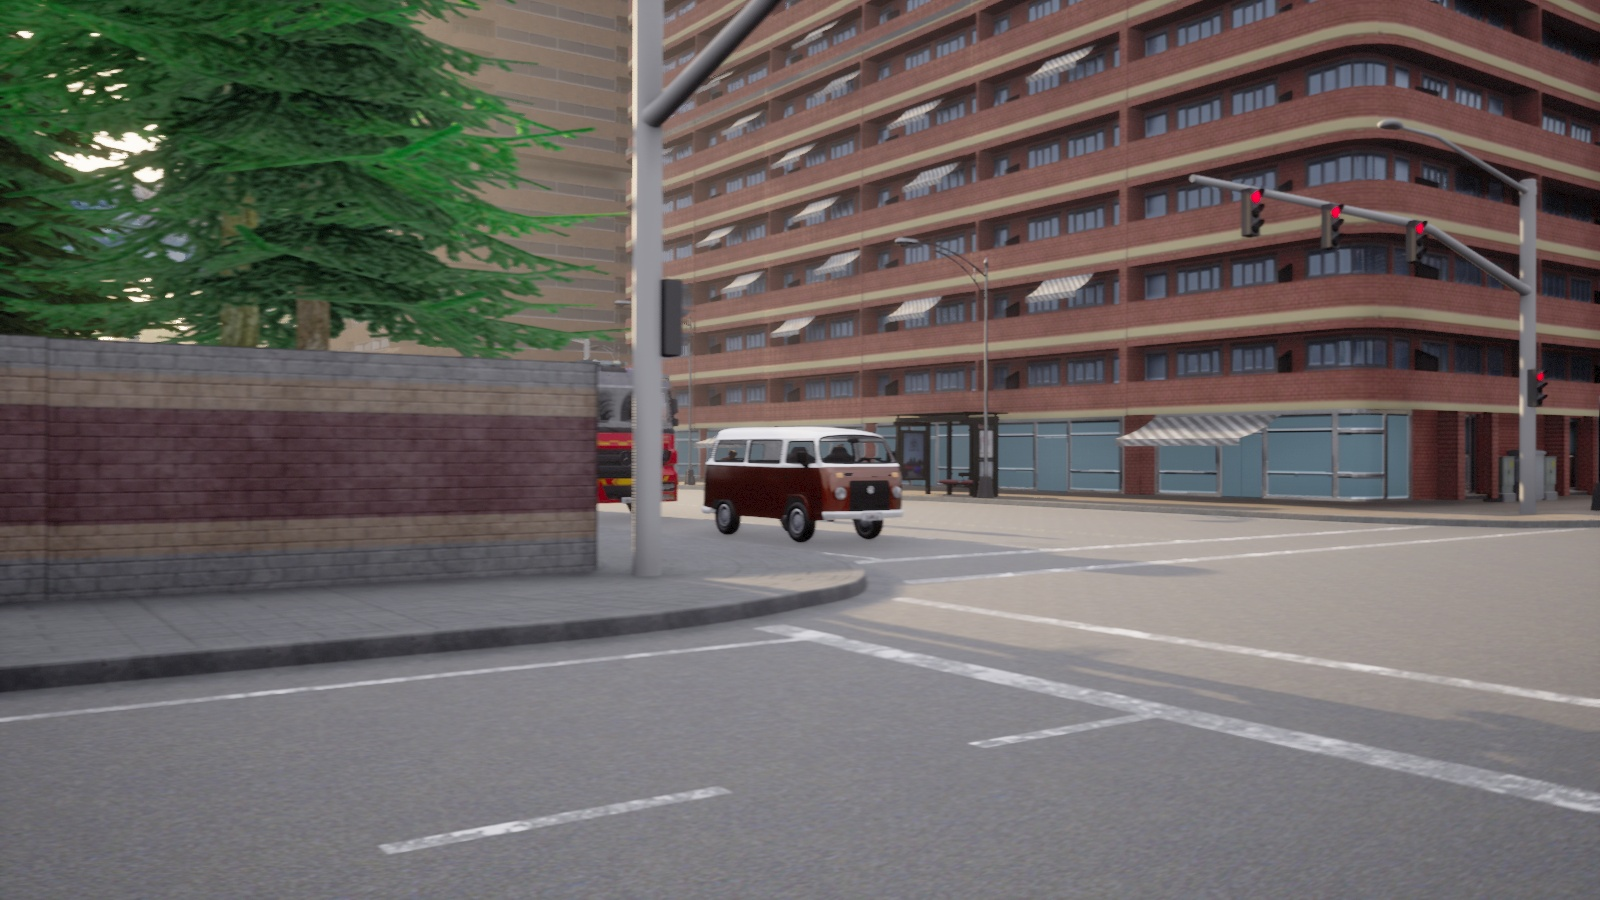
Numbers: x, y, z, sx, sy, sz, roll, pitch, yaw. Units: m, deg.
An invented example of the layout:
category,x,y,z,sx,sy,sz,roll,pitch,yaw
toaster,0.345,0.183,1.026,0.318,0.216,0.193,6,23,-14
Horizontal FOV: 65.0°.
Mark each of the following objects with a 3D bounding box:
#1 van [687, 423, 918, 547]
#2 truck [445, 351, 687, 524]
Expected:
category,x,y,z,sx,sy,sz,roll,pitch,yaw
van,-0.071,0.580,23.096,2.069,2.038,4.480,0,0,-34
truck,-6.224,-0.273,32.077,2.891,3.827,8.468,0,0,-34
